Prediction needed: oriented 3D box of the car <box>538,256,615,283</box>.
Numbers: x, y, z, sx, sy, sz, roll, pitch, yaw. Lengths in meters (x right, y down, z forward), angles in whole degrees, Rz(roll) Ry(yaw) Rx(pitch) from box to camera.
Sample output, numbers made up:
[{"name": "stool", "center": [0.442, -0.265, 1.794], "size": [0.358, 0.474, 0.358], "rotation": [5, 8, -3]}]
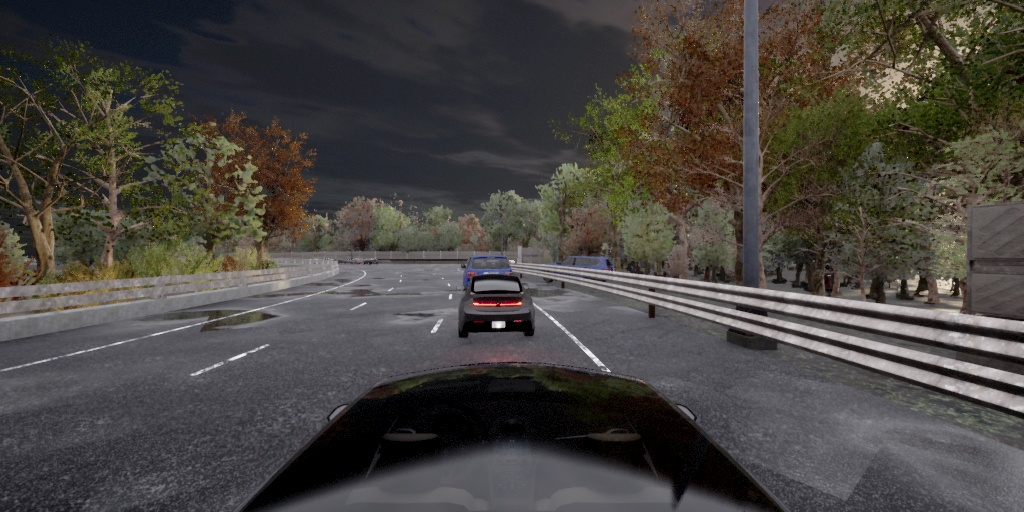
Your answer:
[{"name": "car", "center": [4.675, 1.001, 26.085], "size": [5.566, 2.045, 2.150], "rotation": [3, 1, 27]}]

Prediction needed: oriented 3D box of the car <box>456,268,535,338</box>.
[{"name": "car", "center": [-0.517, 1.254, 10.252], "size": [1.837, 1.490, 4.892], "rotation": [0, 0, -5]}]

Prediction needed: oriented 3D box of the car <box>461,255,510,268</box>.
[{"name": "car", "center": [-1.275, 0.971, 17.605], "size": [2.150, 2.045, 5.566], "rotation": [0, 0, -9]}]
